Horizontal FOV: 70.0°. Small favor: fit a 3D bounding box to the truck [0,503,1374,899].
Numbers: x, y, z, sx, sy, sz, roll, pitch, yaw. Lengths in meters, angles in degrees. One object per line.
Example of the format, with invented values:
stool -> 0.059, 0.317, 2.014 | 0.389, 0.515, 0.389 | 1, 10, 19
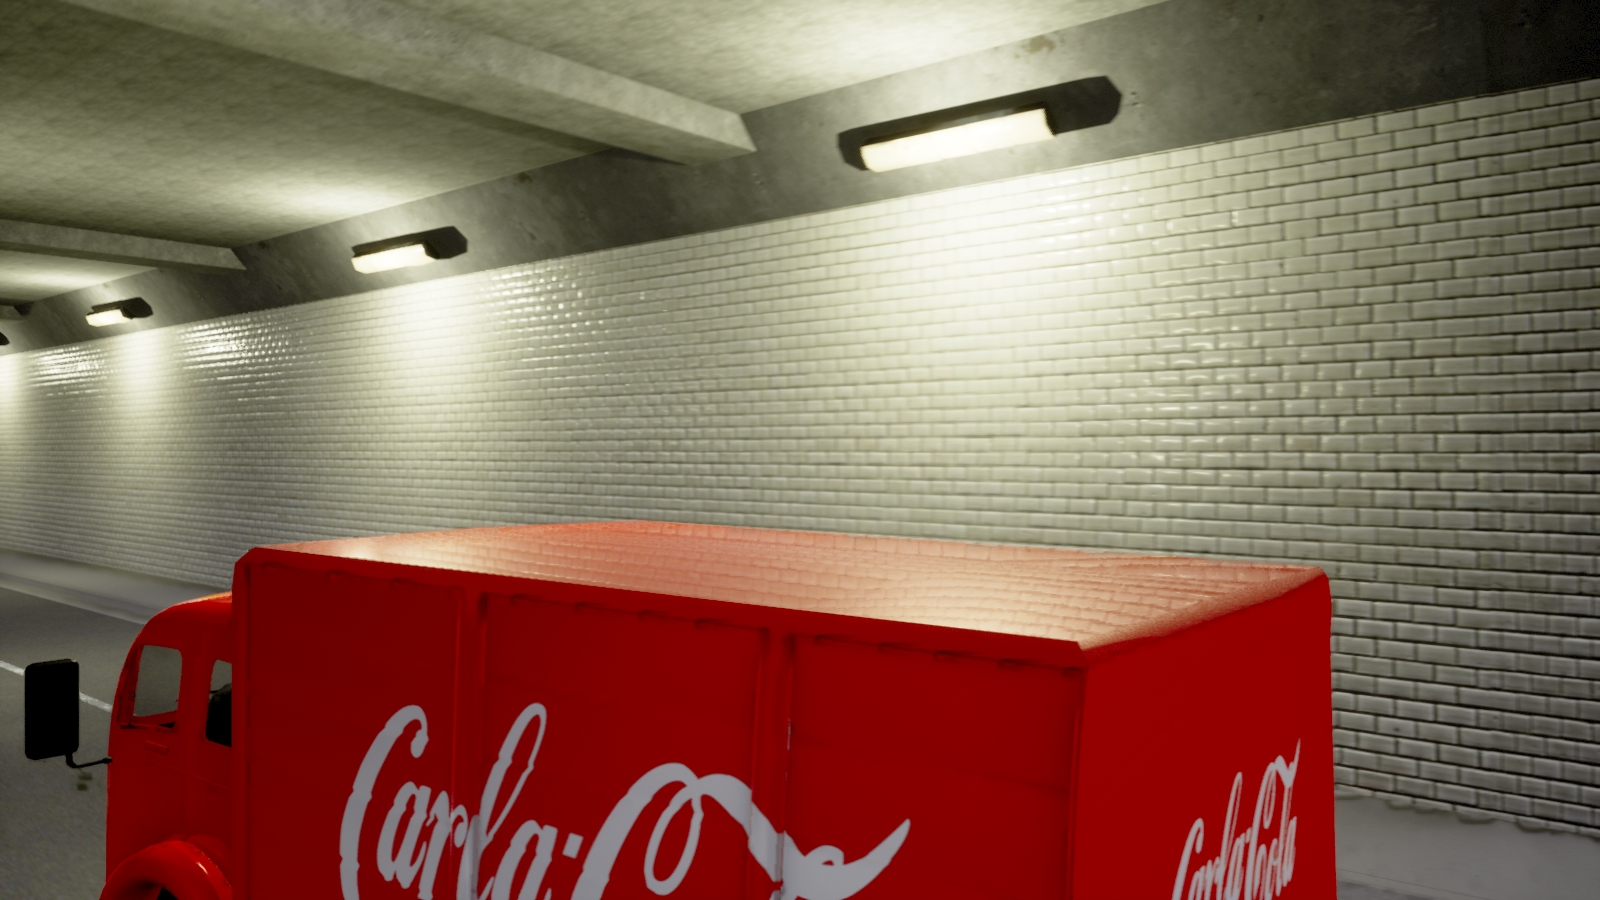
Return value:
truck -> -0.851, 1.570, 4.567 | 5.204, 2.467, 2.627 | 0, 0, 38
